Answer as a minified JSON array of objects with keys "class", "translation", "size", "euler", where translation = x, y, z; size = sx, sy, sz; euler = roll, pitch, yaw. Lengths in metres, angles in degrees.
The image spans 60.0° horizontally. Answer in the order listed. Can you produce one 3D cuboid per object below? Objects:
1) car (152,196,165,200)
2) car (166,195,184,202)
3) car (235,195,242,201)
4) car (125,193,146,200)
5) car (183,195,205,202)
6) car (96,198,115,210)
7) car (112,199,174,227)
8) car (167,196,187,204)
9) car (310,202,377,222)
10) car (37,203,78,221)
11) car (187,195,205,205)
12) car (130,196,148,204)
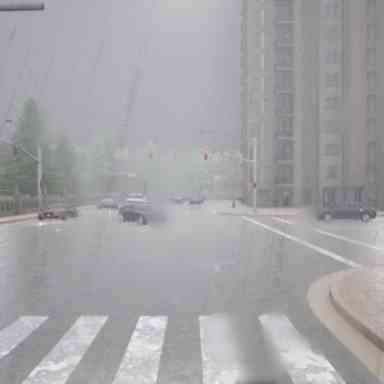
[{"class":"car","translation":[-6.221,1.488,60.469],"size":[1.812,1.442,4.674],"euler":[0,0,13]},{"class":"car","translation":[-3.794,1.506,75.129],"size":[1.994,1.385,4.181],"euler":[0,0,34]},{"class":"car","translation":[12.867,1.451,80.433],"size":[4.892,1.490,1.837],"euler":[0,0,-24]},{"class":"car","translation":[-7.183,1.195,42.318],"size":[2.150,2.045,5.566],"euler":[0,0,0]},{"class":"car","translation":[0.450,1.490,74.936],"size":[2.033,1.411,5.357],"euler":[0,0,39]},{"class":"car","translation":[-10.673,1.499,42.286],"size":[1.812,1.442,4.674],"euler":[0,0,0]},{"class":"car","translation":[-3.550,1.517,23.395],"size":[1.837,1.490,4.892],"euler":[-2,1,-36]},{"class":"car","translation":[-2.552,1.489,60.394],"size":[1.812,1.442,4.674],"euler":[0,0,11]},{"class":"car","translation":[11.799,1.544,26.099],"size":[4.892,1.490,1.837],"euler":[0,0,0]},{"class":"car","translation":[-10.671,1.547,26.711],"size":[1.994,1.385,4.181],"euler":[0,0,0]},{"class":"car","translation":[0.941,1.527,60.031],"size":[1.994,1.385,4.181],"euler":[0,0,12]},{"class":"car","translation":[-9.640,1.488,61.125],"size":[1.812,1.442,4.674],"euler":[0,0,12]}]
